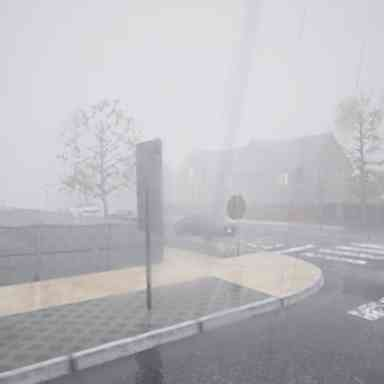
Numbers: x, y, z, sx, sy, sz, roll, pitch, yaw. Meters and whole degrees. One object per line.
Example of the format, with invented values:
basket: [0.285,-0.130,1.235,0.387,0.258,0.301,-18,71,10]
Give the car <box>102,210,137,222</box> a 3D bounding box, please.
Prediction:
car: [-5.323,2.150,27.201,1.895,1.301,4.718,-1,-1,-36]

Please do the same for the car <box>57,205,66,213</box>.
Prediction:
car: [-19.745,2.729,52.254,2.033,1.411,5.357,-1,-1,-36]

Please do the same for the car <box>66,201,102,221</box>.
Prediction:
car: [-11.419,2.019,35.725,2.150,2.045,5.566,-1,-1,-35]

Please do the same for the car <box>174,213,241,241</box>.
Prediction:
car: [0.755,1.866,18.700,1.994,1.385,4.181,-1,-1,-36]
